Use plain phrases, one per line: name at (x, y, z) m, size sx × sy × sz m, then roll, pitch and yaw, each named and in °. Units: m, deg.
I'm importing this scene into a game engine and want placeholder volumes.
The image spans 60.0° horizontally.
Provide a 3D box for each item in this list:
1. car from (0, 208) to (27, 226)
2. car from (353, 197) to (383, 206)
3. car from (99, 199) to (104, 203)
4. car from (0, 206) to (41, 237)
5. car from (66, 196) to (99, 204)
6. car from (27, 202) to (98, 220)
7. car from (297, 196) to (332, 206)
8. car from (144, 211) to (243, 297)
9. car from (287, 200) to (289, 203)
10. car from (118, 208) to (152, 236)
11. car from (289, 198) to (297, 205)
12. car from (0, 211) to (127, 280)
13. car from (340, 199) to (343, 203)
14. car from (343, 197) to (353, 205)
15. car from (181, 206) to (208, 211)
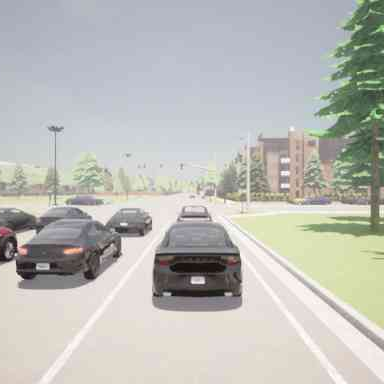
car at (-6.885, 1.351, 9.300) m, size 2.097 × 1.767 × 4.553 m, roll 0°, pitch 0°, yaw 0°
car at (29.224, 1.487, 53.498) m, size 4.902 × 1.511 × 2.128 m, roll 0°, pitch 0°, yaw 0°
car at (-17.949, 1.543, 57.107) m, size 5.357 × 1.411 × 2.033 m, roll 0°, pitch 0°, yaw 1°
car at (-10.369, 1.563, 18.602) m, size 1.994 × 1.385 × 4.181 m, roll 0°, pitch 0°, yaw 0°
car at (-17.991, 1.348, 53.607) m, size 4.553 × 1.767 × 2.097 m, roll 0°, pitch 0°, yaw 0°
car at (-6.871, 1.524, 18.248) m, size 1.812 × 1.442 × 4.674 m, roll 0°, pitch 0°, yaw 0°
car at (19.958, 1.522, 53.437) m, size 4.674 × 1.442 × 1.812 m, roll 0°, pitch 0°, yaw 0°
car at (0.114, 1.477, 8.616) m, size 1.882 × 1.535 × 5.008 m, roll 0°, pitch 0°, yaw 0°
car at (20.024, 1.543, 60.437) m, size 5.357 × 1.411 × 2.033 m, roll 0°, pitch 0°, yaw 0°
car at (-3.370, 1.563, 18.483) m, size 1.994 × 1.385 × 4.181 m, roll 0°, pitch 0°, yaw 0°
car at (19.792, 1.474, 56.941) m, size 5.008 × 1.535 × 1.882 m, roll 0°, pitch 0°, yaw 0°
car at (-3.385, 1.525, 9.856) m, size 1.812 × 1.442 × 4.674 m, roll 0°, pitch 0°, yaw 0°
car at (29.609, 1.597, 60.457) m, size 4.718 × 1.301 × 1.895 m, roll 0°, pitch 0°, yaw 0°
car at (29.131, 1.597, 56.985) m, size 4.718 × 1.301 × 1.895 m, roll 0°, pitch 0°, yaw 0°
car at (0.130, 1.491, 18.077) m, size 2.128 × 1.511 × 4.902 m, roll 0°, pitch 0°, yaw 0°
